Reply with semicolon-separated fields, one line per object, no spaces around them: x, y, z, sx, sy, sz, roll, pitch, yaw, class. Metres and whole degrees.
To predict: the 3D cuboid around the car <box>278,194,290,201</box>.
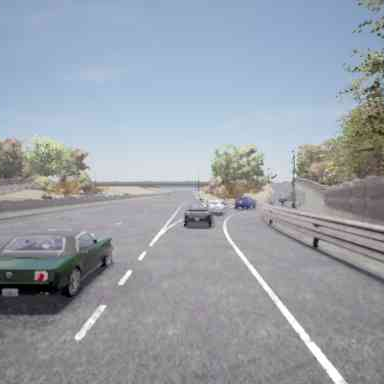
22.842;1.675;83.868;2.097;1.767;4.553;0;3;21;car

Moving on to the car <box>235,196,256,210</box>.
8.296;1.725;51.344;2.150;2.045;5.566;0;-1;25;car

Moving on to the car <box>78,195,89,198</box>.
-24.474;1.521;75.315;1.837;1.490;4.892;0;0;0;car

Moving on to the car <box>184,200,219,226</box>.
0.576;1.494;23.189;2.128;1.511;4.902;0;0;6;car

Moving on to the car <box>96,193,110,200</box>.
-24.469;1.228;91.533;2.150;2.045;5.566;0;0;0;car

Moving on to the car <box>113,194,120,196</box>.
-20.969;1.357;91.592;2.097;1.767;4.553;0;0;0;car

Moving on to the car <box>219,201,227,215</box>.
2.444;1.579;34.116;1.812;1.442;4.674;1;0;13;car

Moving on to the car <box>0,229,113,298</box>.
-3.400;1.602;8.460;1.895;1.301;4.718;0;0;0;car

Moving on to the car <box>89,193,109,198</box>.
-20.975;1.376;75.344;2.097;1.767;4.553;0;0;0;car

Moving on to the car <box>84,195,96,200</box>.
-27.969;1.517;91.154;1.837;1.490;4.892;0;0;0;car

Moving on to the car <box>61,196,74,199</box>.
-27.974;1.617;75.286;1.895;1.301;4.718;0;0;0;car
